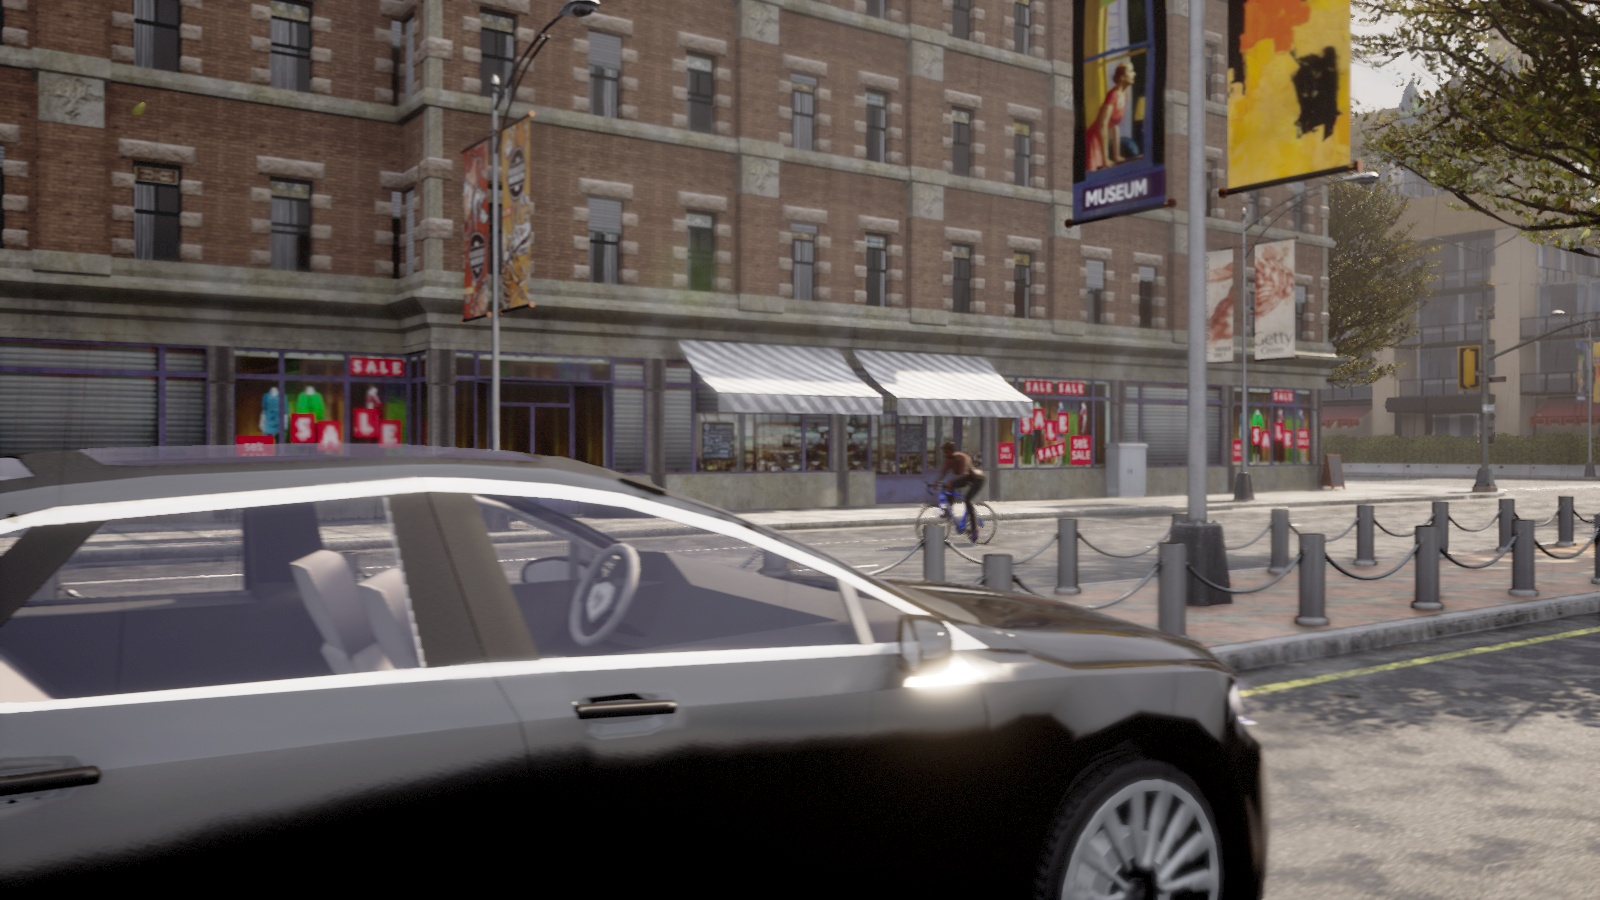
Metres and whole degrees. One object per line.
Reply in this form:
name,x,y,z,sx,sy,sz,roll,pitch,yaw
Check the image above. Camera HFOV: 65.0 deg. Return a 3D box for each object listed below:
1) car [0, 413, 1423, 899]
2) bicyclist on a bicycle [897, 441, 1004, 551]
car,-0.833,0.706,3.079,4.902,1.511,2.128,0,0,-35
bicyclist on a bicycle,2.322,0.683,19.288,1.656,1.620,0.582,-1,0,-35
